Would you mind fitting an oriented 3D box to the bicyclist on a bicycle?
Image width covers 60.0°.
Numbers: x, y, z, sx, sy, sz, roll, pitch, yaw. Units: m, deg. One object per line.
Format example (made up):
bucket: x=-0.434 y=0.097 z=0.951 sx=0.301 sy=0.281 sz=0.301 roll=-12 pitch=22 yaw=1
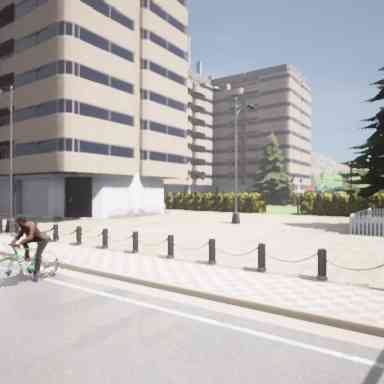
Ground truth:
bicyclist on a bicycle: x=-4.024 y=1.413 z=8.164 sx=0.582 sy=1.620 sz=1.656 roll=0 pitch=0 yaw=34
